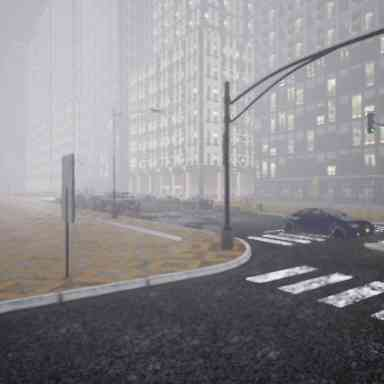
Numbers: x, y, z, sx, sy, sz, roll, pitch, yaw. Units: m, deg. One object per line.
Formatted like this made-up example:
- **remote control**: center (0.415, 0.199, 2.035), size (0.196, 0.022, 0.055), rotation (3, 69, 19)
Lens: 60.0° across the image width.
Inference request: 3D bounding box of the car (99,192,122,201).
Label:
- **car**: center (-12.746, 0.658, 51.833), size (1.947, 1.339, 4.313), rotation (1, 0, -36)

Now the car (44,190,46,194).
- **car**: center (-35.939, -0.194, 83.603), size (1.967, 1.590, 4.097), rotation (1, 0, -36)

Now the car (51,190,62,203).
- **car**: center (-16.195, 0.801, 42.344), size (1.802, 1.307, 4.206), rotation (1, 0, -36)

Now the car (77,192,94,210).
- **car**: center (-9.568, 0.995, 33.268), size (1.947, 1.339, 4.313), rotation (1, 0, -36)

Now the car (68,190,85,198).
- **car**: center (-22.787, 0.302, 65.586), size (1.752, 1.417, 4.829), rotation (1, 0, -36)

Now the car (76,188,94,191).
- **car**: center (-19.368, 0.199, 60.908), size (2.192, 1.841, 5.009), rotation (1, 0, -36)

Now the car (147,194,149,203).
- **car**: center (-6.120, 0.867, 42.755), size (1.947, 1.339, 4.313), rotation (1, 0, -36)

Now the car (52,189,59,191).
- **car**: center (-29.315, 0.118, 74.526), size (1.887, 1.381, 4.507), rotation (1, 0, -36)

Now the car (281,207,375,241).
- **car**: center (6.392, 1.425, 15.947), size (1.994, 1.385, 4.181), rotation (0, 1, -36)

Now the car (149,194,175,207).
- **car**: center (-2.805, 0.988, 38.216), size (1.802, 1.307, 4.206), rotation (1, 0, -36)

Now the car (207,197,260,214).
- **car**: center (3.791, 1.137, 29.330), size (1.752, 1.417, 4.829), rotation (1, 0, -36)

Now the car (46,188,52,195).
- **car**: center (-32.626, -0.090, 79.064), size (1.967, 1.590, 4.097), rotation (1, 0, -36)

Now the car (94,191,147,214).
- **car**: center (-6.249, 0.848, 28.728), size (2.192, 1.841, 5.009), rotation (1, 0, -36)

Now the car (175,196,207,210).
- **car**: center (0.508, 1.077, 33.677), size (1.947, 1.339, 4.313), rotation (1, 0, -36)

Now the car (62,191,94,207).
- **car**: center (-12.881, 0.869, 37.805), size (1.887, 1.381, 4.507), rotation (1, 0, -36)
